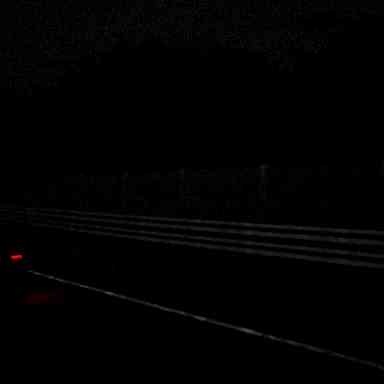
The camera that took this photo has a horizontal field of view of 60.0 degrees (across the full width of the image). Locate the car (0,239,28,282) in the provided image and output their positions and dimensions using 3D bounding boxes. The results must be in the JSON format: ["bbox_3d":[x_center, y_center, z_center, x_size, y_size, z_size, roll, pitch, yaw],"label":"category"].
[{"bbox_3d":[-6.297,1.506,8.448,5.357,1.411,2.033,1,0,36],"label":"car"}]
